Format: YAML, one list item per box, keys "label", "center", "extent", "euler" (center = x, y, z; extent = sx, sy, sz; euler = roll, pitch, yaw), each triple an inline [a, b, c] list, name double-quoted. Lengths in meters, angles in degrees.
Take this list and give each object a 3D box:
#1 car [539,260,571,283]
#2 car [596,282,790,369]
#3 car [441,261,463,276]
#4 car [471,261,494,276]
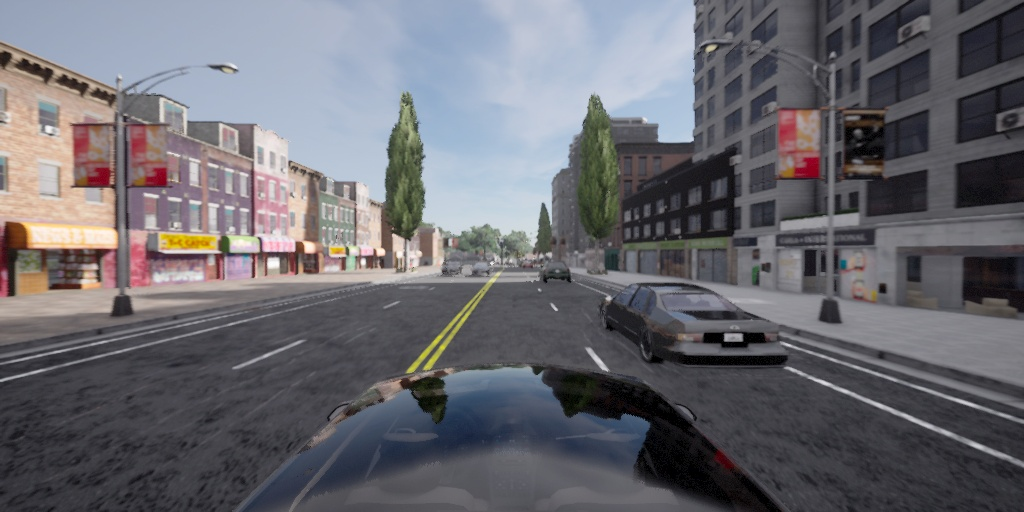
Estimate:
- label: "car"
  center: [3.345, 1.135, 28.444]
  extent: [2.097, 1.767, 4.553]
  euler: [0, 0, 0]
- label: "car"
  center: [3.348, 1.279, 7.936]
  extent: [2.033, 1.411, 5.357]
  euler: [0, 0, 0]
- label: "car"
  center: [-6.592, 1.365, 39.911]
  extent: [1.837, 1.490, 4.892]
  euler: [0, -1, 0]
- label: "car"
  center: [-3.342, 1.383, 39.660]
  extent: [1.812, 1.442, 4.674]
  euler: [0, 0, 0]
